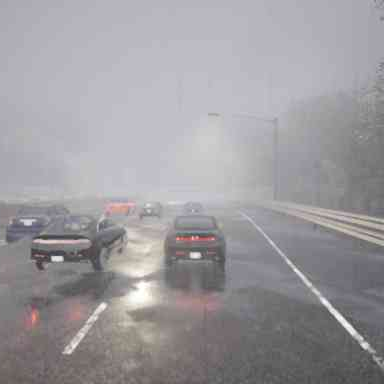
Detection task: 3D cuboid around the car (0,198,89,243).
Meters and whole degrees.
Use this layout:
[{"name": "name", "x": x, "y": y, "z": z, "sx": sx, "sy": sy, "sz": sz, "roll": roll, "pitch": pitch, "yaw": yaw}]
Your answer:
[{"name": "car", "x": -6.905, "y": 1.348, "z": 16.129, "sx": 2.097, "sy": 1.767, "sz": 4.553, "roll": 0, "pitch": 0, "yaw": 0}]

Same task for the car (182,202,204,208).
[{"name": "car", "x": 0.096, "y": 1.548, "z": 28.751, "sx": 2.033, "sy": 1.411, "sz": 5.357, "roll": 0, "pitch": 0, "yaw": 0}]

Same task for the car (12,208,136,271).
[{"name": "car", "x": -3.408, "y": 1.487, "z": 10.858, "sx": 2.128, "sy": 1.511, "sz": 4.902, "roll": 0, "pitch": 0, "yaw": 0}]

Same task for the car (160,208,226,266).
[{"name": "car", "x": 0.093, "y": 1.501, "z": 11.515, "sx": 1.837, "sy": 1.490, "sz": 4.892, "roll": 0, "pitch": 0, "yaw": 0}]

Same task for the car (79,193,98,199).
[{"name": "car", "x": -21.005, "y": 1.240, "z": 68.941, "sx": 2.150, "sy": 2.045, "sz": 5.566, "roll": 0, "pitch": 0, "yaw": 0}]

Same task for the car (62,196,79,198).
[{"name": "car", "x": -24.505, "y": 1.514, "z": 68.970, "sx": 1.837, "sy": 1.490, "sz": 4.892, "roll": 0, "pitch": 0, "yaw": 0}]

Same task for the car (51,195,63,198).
[{"name": "car", "x": -28.005, "y": 1.369, "z": 69.000, "sx": 2.097, "sy": 1.767, "sz": 4.553, "roll": 0, "pitch": 0, "yaw": 0}]

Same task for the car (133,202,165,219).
[{"name": "car", "x": -3.404, "y": 1.547, "z": 28.730, "sx": 2.033, "sy": 1.411, "sz": 5.357, "roll": 0, "pitch": 0, "yaw": 0}]

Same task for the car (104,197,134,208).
[{"name": "car", "x": -6.904, "y": 1.354, "z": 32.966, "sx": 2.097, "sy": 1.767, "sz": 4.553, "roll": 0, "pitch": 0, "yaw": 0}]
